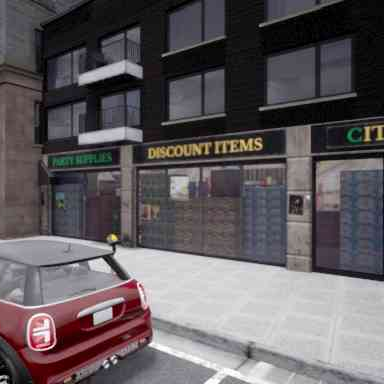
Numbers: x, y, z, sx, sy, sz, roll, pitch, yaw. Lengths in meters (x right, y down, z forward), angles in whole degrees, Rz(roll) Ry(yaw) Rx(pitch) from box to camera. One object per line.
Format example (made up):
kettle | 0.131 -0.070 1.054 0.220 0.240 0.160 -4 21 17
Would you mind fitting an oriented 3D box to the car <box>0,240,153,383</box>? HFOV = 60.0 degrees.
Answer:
car | -2.594 1.440 4.925 4.097 1.590 1.967 0 0 35
